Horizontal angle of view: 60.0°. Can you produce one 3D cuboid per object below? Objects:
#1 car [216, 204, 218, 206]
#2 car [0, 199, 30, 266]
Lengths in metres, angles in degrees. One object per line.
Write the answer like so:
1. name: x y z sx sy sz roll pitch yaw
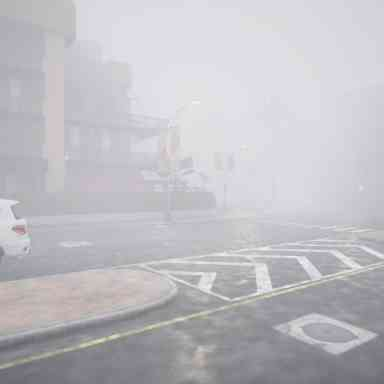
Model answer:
1. car: 1.530 1.547 49.358 2.033 1.411 5.357 0 0 -35
2. car: -7.294 1.222 8.624 5.566 2.045 2.150 0 0 -35
